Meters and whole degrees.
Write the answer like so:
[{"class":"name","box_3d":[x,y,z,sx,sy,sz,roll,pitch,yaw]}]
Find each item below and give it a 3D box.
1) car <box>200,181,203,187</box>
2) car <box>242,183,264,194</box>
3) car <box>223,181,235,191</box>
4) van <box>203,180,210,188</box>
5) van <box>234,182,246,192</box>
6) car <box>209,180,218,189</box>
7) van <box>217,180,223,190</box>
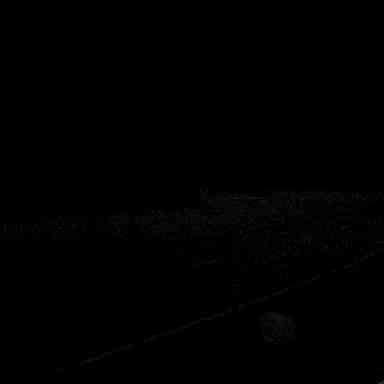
[{"class":"car","box_3d":[2.393,-2.180,85.598,2.231,1.521,4.892,6,5,39]},{"class":"car","box_3d":[12.953,-0.417,67.518,2.097,1.535,5.008,6,5,40]},{"class":"car","box_3d":[9.944,-1.169,72.640,2.435,2.045,5.566,6,5,40]},{"class":"van","box_3d":[5.505,-1.905,80.509,1.878,1.987,4.442,6,5,39]},{"class":"van","box_3d":[11.535,-0.897,70.177,1.878,1.987,4.442,6,5,40]},{"class":"car","box_3d":[6.919,-1.549,77.817,2.185,1.767,4.553,6,5,40]},{"class":"van","box_3d":[8.381,-1.394,75.156,1.878,1.987,4.442,6,6,40]}]
